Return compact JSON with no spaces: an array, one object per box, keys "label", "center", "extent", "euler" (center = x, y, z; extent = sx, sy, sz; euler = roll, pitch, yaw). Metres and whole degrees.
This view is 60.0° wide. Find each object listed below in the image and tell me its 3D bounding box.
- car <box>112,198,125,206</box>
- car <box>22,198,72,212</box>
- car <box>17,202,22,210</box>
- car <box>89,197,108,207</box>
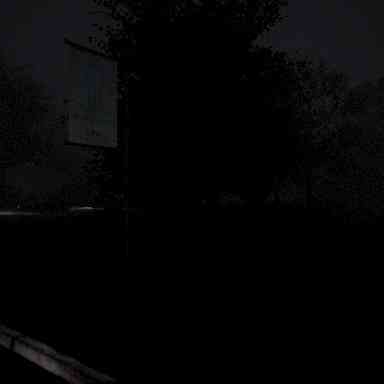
[{"label":"car","center":[-8.848,1.176,48.384],"extent":[2.150,2.045,5.566],"euler":[0,0,38]},{"label":"car","center":[-16.512,1.470,38.652],"extent":[1.882,1.535,5.008],"euler":[0,0,39]},{"label":"car","center":[-18.976,1.484,41.176],"extent":[2.128,1.511,4.902],"euler":[0,0,39]},{"label":"car","center":[-12.522,1.508,49.343],"extent":[2.033,1.411,5.357],"euler":[0,0,38]}]
